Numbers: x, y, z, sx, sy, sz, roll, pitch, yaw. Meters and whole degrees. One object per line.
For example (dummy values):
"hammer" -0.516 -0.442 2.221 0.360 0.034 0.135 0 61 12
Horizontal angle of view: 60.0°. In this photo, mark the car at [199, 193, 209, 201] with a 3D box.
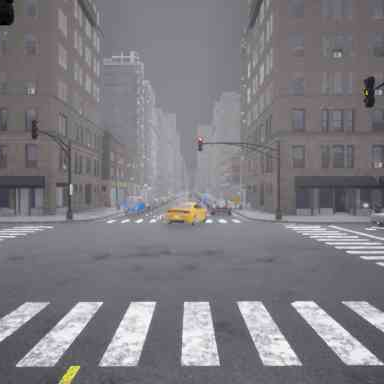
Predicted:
"car" 3.010 1.310 84.342 2.192 1.841 5.009 0 0 0

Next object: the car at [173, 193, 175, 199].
"car" -5.539 1.522 78.528 1.752 1.417 4.829 0 0 0

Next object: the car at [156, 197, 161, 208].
"car" -5.678 1.569 44.689 1.947 1.339 4.313 0 0 0

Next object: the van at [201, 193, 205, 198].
"van" 2.893 1.344 55.996 1.690 1.788 3.998 0 0 0

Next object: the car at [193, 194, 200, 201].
"car" 1.151 1.448 89.512 1.801 1.575 5.366 0 0 0

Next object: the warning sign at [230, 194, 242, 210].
"warning sign" 5.226 1.118 39.304 1.300 1.860 1.060 0 0 0

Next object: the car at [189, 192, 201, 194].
"car" 0.296 1.039 72.923 2.150 2.045 5.566 0 0 0

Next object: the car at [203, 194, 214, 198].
"car" 2.847 1.443 44.657 1.967 1.590 4.097 0 0 0

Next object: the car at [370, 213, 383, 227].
"car" 13.747 1.615 20.656 4.718 1.301 1.895 0 0 0

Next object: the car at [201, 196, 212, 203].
"car" 2.940 1.552 67.335 2.008 1.369 4.403 0 0 0

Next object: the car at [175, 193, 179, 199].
"car" -5.492 1.307 90.035 2.192 1.841 5.009 0 0 0

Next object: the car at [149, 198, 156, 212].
"car" -5.702 1.443 39.020 1.967 1.590 4.097 0 0 0

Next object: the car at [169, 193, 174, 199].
"car" -5.562 1.544 73.029 1.887 1.381 4.507 0 0 0

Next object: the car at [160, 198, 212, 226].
"car" -0.289 1.479 23.925 1.882 1.535 5.008 1 0 17

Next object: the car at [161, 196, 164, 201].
"car" -5.655 1.585 50.357 1.802 1.307 4.206 0 0 0

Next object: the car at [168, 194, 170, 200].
"car" -5.609 1.527 61.523 1.752 1.417 4.829 0 0 0

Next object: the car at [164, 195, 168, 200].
"car" -5.632 1.569 56.025 1.947 1.339 4.313 0 0 0

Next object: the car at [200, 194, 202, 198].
"car" 2.918 1.527 61.835 1.752 1.417 4.829 0 0 0

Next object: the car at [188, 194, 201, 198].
"car" 0.255 1.566 62.890 1.994 1.385 4.181 0 0 0

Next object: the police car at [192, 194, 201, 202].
"police car" 1.119 1.422 79.417 1.930 1.638 5.238 0 0 -1

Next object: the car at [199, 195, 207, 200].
"car" 3.034 1.558 90.012 1.947 1.339 4.313 0 0 0

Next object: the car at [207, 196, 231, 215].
"car" 2.801 1.442 33.319 1.967 1.590 4.097 0 0 0

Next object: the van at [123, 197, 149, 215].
"van" -5.725 1.343 33.352 1.690 1.788 3.998 0 0 0

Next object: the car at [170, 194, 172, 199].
"car" -5.585 1.567 67.362 1.947 1.339 4.313 0 0 0

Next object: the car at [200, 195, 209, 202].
"car" 2.987 1.437 78.673 1.967 1.590 4.097 0 0 0
